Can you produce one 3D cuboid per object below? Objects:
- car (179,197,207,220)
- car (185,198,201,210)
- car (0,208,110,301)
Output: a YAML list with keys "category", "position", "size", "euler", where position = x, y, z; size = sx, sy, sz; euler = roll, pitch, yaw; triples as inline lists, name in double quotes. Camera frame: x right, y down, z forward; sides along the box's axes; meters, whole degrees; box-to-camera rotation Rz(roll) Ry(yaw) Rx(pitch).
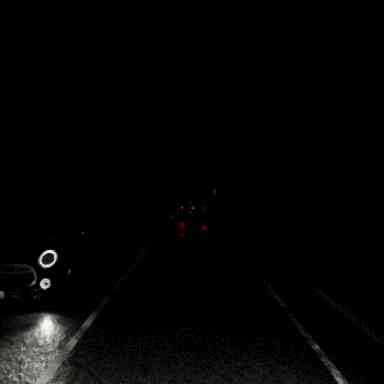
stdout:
- category: "car"
  position: [0.090, 1.219, 26.645]
  size: [2.097, 1.767, 4.553]
  euler: [0, 0, 0]
- category: "car"
  position: [0.136, 1.479, 42.508]
  size: [1.837, 1.490, 4.892]
  euler: [0, 0, 0]
- category: "car"
  position: [-3.583, 1.279, 8.356]
  size: [2.097, 1.767, 4.553]
  euler: [0, 1, 0]
